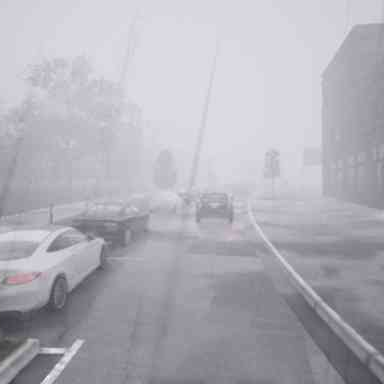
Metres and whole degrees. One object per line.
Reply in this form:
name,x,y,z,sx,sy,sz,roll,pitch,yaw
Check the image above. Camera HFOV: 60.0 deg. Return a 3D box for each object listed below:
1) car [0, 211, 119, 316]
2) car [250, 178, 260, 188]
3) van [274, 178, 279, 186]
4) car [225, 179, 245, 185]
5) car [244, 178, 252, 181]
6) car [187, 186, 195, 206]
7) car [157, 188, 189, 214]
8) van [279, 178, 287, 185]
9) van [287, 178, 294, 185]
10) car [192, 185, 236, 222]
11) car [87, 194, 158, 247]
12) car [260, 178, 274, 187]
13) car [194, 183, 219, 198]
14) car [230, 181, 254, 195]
car,-3.317,1.471,7.466,2.002,1.452,4.674,-2,2,1
car,11.318,-1.760,67.410,2.435,2.045,5.566,-3,2,25
van,19.380,-2.471,82.192,1.878,1.987,4.442,-2,2,30
car,6.894,-0.983,57.130,2.231,1.521,4.892,-3,2,22
car,9.016,-1.246,62.297,2.231,1.521,4.892,-3,2,23
car,-0.758,0.366,30.180,2.097,1.535,5.008,0,3,11
car,-1.812,0.699,24.045,2.002,1.452,4.674,-1,2,9
van,22.421,-2.695,86.883,1.878,1.987,4.442,-2,2,35
van,25.620,-2.910,91.464,1.878,1.987,4.442,-2,2,35
car,1.441,0.682,19.946,2.097,1.767,4.553,0,3,7
car,-3.079,1.129,13.596,2.097,1.535,5.008,1,3,7
car,16.579,-2.018,77.455,1.946,1.575,5.366,-2,2,31
car,1.935,-0.230,41.894,2.097,1.535,5.008,0,3,15
car,6.886,-0.385,45.787,1.994,1.385,4.181,0,3,18
